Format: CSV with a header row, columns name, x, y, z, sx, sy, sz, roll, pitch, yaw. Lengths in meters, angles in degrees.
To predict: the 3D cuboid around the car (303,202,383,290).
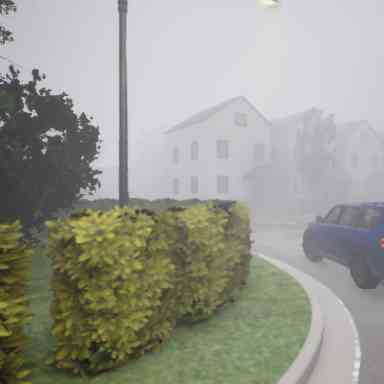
name,x,y,z,sx,sy,sz,roll,pitch,yaw
car,4.990,1.279,9.361,2.150,2.045,5.566,0,0,0
